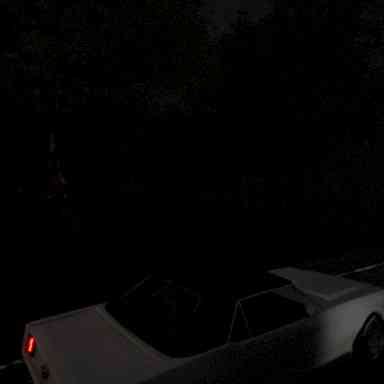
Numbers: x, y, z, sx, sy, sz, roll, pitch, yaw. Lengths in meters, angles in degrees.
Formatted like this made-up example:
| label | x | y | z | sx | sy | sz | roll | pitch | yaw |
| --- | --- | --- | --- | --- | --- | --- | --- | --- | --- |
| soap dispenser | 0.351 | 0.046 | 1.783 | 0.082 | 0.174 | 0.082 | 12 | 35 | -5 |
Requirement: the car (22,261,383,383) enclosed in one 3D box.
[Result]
| label | x | y | z | sx | sy | sz | roll | pitch | yaw |
| --- | --- | --- | --- | --- | --- | --- | --- | --- | --- |
| car | 0.610 | 1.590 | 4.194 | 4.718 | 1.301 | 1.895 | 0 | 0 | -35 |
